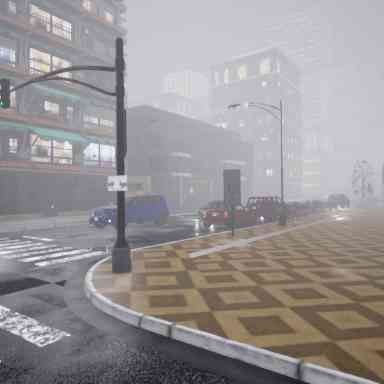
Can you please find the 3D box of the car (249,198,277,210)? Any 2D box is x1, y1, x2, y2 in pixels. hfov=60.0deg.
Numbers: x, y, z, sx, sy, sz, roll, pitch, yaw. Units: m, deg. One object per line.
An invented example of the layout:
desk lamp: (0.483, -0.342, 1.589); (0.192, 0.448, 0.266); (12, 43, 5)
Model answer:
car: (9.304, 1.489, 43.311); (1.752, 1.417, 4.829); (-1, 0, 36)

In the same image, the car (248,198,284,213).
car: (8.583, 1.490, 38.164); (2.033, 1.411, 5.357); (-1, 0, 37)

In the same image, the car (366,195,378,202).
car: (35.662, 1.334, 65.782); (1.887, 1.381, 4.507); (-1, 0, 36)

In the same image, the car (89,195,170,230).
car: (-3.823, 1.209, 21.321); (2.150, 2.045, 5.566); (-1, 0, 38)

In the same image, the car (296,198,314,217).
car: (9.109, 1.471, 29.768); (1.802, 1.307, 4.206); (-1, 0, 36)

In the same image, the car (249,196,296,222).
car: (5.787, 1.216, 25.268); (2.192, 1.841, 5.009); (-1, 0, 36)

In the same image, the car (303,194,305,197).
car: (22.581, 1.440, 61.318); (1.752, 1.417, 4.829); (-1, 0, 36)

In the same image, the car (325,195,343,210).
car: (15.747, 1.415, 38.772); (2.008, 1.369, 4.403); (-1, 0, 36)

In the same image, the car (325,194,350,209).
car: (19.064, 1.167, 43.274); (2.192, 1.841, 5.009); (-1, 0, 36)

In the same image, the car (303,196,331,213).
car: (12.428, 1.421, 34.270); (1.887, 1.381, 4.507); (-1, 0, 36)

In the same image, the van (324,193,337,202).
van: (29.318, 1.229, 70.459); (1.690, 1.788, 3.998); (-1, 0, 36)

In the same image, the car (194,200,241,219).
car: (2.356, 1.470, 29.731); (1.837, 1.490, 4.892); (-1, 0, 37)

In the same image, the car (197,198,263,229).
car: (2.470, 1.353, 20.765); (1.967, 1.590, 4.097); (-1, 0, 36)
